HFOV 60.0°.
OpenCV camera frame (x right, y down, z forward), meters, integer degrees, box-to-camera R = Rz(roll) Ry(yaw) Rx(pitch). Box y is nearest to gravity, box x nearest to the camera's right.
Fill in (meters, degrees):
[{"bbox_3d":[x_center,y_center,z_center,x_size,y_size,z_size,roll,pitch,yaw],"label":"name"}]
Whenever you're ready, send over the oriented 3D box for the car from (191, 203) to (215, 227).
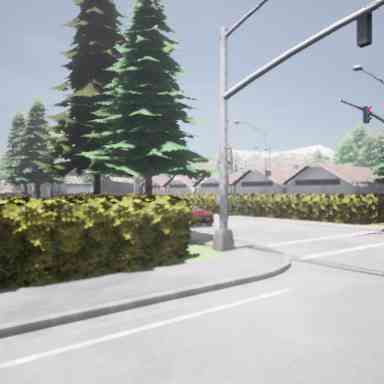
[{"bbox_3d":[-0.452,1.489,23.153,1.882,1.535,5.008,0,0,-36],"label":"car"}]
